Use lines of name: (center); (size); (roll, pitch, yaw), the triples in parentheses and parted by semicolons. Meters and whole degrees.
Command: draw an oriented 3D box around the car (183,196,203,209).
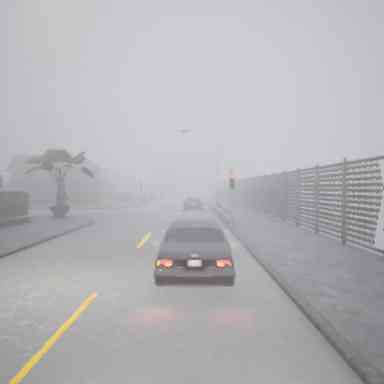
car: (0.123, 1.125, 34.285); (1.994, 1.385, 4.181); (0, 1, 0)

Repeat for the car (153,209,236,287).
car: (0.070, 1.429, 9.113); (2.033, 1.411, 5.357); (0, 1, 1)
